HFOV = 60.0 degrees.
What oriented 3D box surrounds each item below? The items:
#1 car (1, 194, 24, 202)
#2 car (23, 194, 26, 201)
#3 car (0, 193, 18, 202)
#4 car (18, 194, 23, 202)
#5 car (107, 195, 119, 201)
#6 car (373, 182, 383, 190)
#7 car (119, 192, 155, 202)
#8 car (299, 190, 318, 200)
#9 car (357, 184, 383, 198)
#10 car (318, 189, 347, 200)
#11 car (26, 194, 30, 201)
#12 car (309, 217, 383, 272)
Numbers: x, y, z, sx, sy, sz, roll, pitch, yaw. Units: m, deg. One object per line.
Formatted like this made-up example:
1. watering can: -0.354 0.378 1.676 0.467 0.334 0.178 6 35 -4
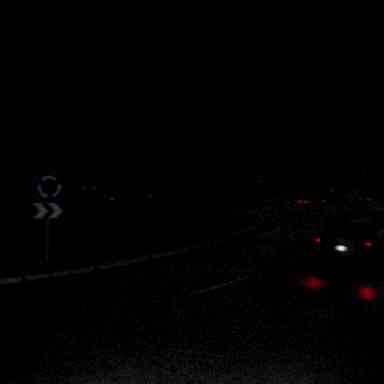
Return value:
1. car: -43.068 1.460 79.656 4.553 1.767 2.185 1 -2 -35
2. car: -42.233 1.253 76.835 5.566 2.045 2.435 1 -2 -36
3. car: -40.640 1.337 71.085 4.892 1.521 2.231 1 -2 -36
4. car: -41.475 1.167 73.931 5.566 2.045 2.435 1 -2 -36
5. car: -11.410 0.976 54.698 4.718 1.301 1.895 1 -2 15
6. car: 40.630 -1.279 71.111 4.181 1.385 1.994 -5 2 -39
7. car: -7.869 0.817 50.145 4.902 1.511 2.128 1 -2 23
8. car: 19.387 0.411 53.981 4.902 1.511 2.128 -5 2 -39
9. car: 27.472 0.069 49.931 4.892 1.521 2.231 -1 2 31
10. car: 22.269 0.295 51.955 5.008 1.535 1.882 -5 2 -39
11. car: -43.968 1.657 82.421 5.366 1.575 1.946 1 -2 -35
12. car: 5.269 1.492 10.779 1.994 1.385 4.181 0 1 35
